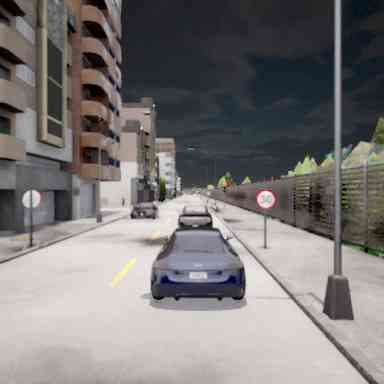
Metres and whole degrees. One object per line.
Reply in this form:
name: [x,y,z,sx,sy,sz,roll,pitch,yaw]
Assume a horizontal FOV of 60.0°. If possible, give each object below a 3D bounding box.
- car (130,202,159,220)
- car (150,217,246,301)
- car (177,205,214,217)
car: [-3.867,1.559,27.701,1.994,1.385,4.181,0,0,1]
car: [0.132,1.562,8.371,1.994,1.385,4.181,0,0,0]
car: [0.189,1.488,18.517,2.128,1.511,4.902,0,0,1]
